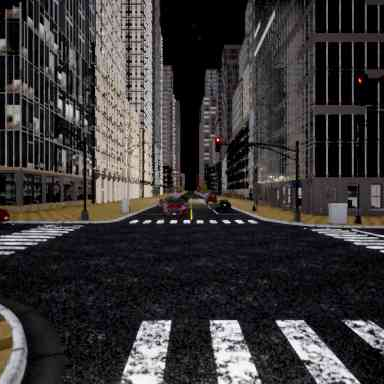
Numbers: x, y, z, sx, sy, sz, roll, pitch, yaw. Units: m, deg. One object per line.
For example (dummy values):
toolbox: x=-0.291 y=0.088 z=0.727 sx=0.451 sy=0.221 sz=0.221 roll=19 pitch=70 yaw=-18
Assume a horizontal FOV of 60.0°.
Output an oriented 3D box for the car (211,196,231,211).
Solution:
car: x=3.890 y=1.579 z=41.815 sx=1.947 sy=1.339 sz=4.313 roll=0 pitch=0 yaw=0

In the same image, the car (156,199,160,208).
car: x=-4.068 y=1.592 z=47.301 sx=1.802 sy=1.307 sz=4.206 roll=0 pitch=0 yaw=0

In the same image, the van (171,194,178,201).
van: x=-4.237 y=1.321 z=80.467 sx=1.690 sy=1.788 sz=3.998 roll=0 pitch=0 yaw=0

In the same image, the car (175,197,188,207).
car: x=-1.624 y=1.533 z=52.450 sx=1.812 sy=1.442 sz=4.674 roll=0 pitch=0 yaw=0

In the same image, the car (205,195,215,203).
car: x=3.700 y=1.432 z=69.452 sx=1.967 sy=1.590 sz=4.097 roll=0 pitch=0 yaw=0

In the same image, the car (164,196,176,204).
car: x=-4.152 y=1.564 z=63.884 sx=1.947 sy=1.339 sz=4.313 roll=0 pitch=0 yaw=0

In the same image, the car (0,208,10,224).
car: x=-13.113 y=1.307 z=19.303 sx=4.674 sy=1.442 sz=1.812 roll=1 pitch=0 yaw=-3

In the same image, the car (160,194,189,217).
car: x=-1.549 y=1.369 z=31.811 sx=2.097 sy=1.767 sz=4.553 roll=0 pitch=0 yaw=1

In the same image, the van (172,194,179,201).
van: x=-4.265 y=1.315 z=85.994 sx=1.690 sy=1.788 sz=3.998 roll=0 pitch=0 yaw=0

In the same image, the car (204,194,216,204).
car: x=3.728 y=1.313 z=63.924 sx=2.192 sy=1.841 sz=5.009 roll=0 pitch=0 yaw=0

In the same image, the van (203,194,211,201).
van: x=3.643 y=1.321 z=80.507 sx=1.690 sy=1.788 sz=3.998 roll=0 pitch=0 yaw=0

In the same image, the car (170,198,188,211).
car: x=-1.568 y=1.561 z=42.024 sx=2.033 sy=1.411 sz=5.357 roll=0 pitch=0 yaw=0

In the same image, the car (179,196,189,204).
car: x=-1.606 y=1.574 z=67.574 sx=1.994 sy=1.385 sz=4.181 roll=0 pitch=0 yaw=0
